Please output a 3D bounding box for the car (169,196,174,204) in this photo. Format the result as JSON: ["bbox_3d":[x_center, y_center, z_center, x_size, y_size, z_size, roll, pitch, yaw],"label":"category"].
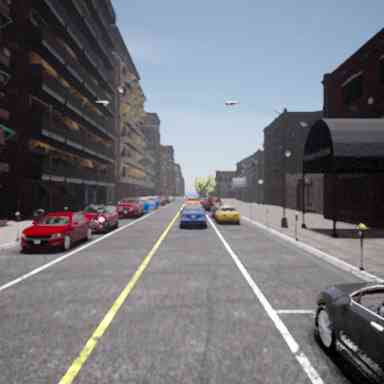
[{"bbox_3d":[-5.725,1.908,75.399,1.947,1.339,4.313,0,0,0],"label":"car"}]

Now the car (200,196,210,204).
[{"bbox_3d":[2.658,1.754,69.863,1.967,1.590,4.097,0,0,0],"label":"car"}]

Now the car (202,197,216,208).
[{"bbox_3d":[2.666,1.667,53.245,1.967,1.590,4.097,0,0,0],"label":"car"}]

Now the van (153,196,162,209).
[{"bbox_3d":[-5.712,1.540,47.702,1.690,1.788,3.998,0,0,0],"label":"van"}]

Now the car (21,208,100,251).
[{"bbox_3d":[-5.696,1.599,14.466,1.887,1.381,4.507,0,0,0],"label":"car"}]

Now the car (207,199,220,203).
[{"bbox_3d":[2.676,1.673,31.088,2.008,1.369,4.403,0,0,0],"label":"car"}]

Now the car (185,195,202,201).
[{"bbox_3d":[0.077,1.543,45.764,2.097,1.767,4.553,0,0,0],"label":"car"}]

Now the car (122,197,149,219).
[{"bbox_3d":[-5.703,1.437,31.085,2.192,1.841,5.009,0,0,0],"label":"car"}]

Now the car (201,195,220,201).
[{"bbox_3d":[2.672,1.488,42.167,2.192,1.841,5.009,0,0,0],"label":"car"}]

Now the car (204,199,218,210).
[{"bbox_3d":[2.668,1.725,47.875,1.752,1.417,4.829,0,0,0],"label":"car"}]

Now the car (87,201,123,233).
[{"bbox_3d":[-5.698,1.516,20.005,1.967,1.590,4.097,0,0,0],"label":"car"}]

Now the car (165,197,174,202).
[{"bbox_3d":[-5.731,1.957,86.475,2.008,1.369,4.403,0,0,0],"label":"car"}]

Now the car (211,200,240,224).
[{"bbox_3d":[2.679,1.625,25.719,1.752,1.417,4.829,0,0,0],"label":"car"}]

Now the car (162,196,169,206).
[{"bbox_3d":[-5.717,1.570,58.781,2.192,1.841,5.009,0,0,0],"label":"car"}]

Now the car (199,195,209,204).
[{"bbox_3d":[2.656,1.658,75.404,2.192,1.841,5.009,0,0,0],"label":"car"}]

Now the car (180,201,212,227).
[{"bbox_3d":[0.089,1.639,23.688,2.033,1.411,5.357,0,0,0],"label":"car"}]

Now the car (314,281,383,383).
[{"bbox_3d":[2.690,1.564,3.392,2.008,1.369,4.403,0,0,0],"label":"car"}]

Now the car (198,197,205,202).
[{"bbox_3d":[2.646,2.007,92.018,1.947,1.339,4.313,0,0,0],"label":"car"}]

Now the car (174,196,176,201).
[{"bbox_3d":[-5.728,1.924,80.937,2.008,1.369,4.403,0,0,0],"label":"car"}]

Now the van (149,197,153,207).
[{"bbox_3d":[-5.706,1.487,36.625,1.690,1.788,3.998,0,0,0],"label":"van"}]
